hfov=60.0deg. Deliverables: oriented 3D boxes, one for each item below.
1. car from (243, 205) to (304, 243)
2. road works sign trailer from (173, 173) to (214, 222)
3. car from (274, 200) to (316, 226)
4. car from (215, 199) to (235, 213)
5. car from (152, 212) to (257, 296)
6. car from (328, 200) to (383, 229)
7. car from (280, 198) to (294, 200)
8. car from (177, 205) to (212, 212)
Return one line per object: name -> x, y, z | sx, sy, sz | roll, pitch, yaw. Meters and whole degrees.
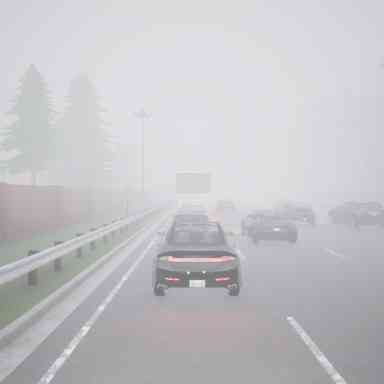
car -> 3.600, 1.564, 16.112 | 1.994, 1.385, 4.181 | 0, 0, 0
road works sign trailer -> 0.069, 0.464, 22.969 | 2.380, 3.560, 2.880 | 0, 0, -1
car -> 7.100, 1.502, 23.372 | 1.837, 1.490, 4.892 | 0, -1, 0
car -> 3.601, 1.503, 36.565 | 1.837, 1.490, 4.892 | 0, -1, 0
car -> 0.100, 1.491, 8.615 | 2.128, 1.511, 4.902 | 0, 0, 0
car -> 10.601, 1.353, 21.525 | 2.097, 1.767, 4.553 | 0, 0, 0
car -> 10.600, 1.504, 37.521 | 1.837, 1.490, 4.892 | 0, 0, 0
car -> 0.079, 1.474, 19.049 | 1.882, 1.535, 5.008 | 0, 0, 4
